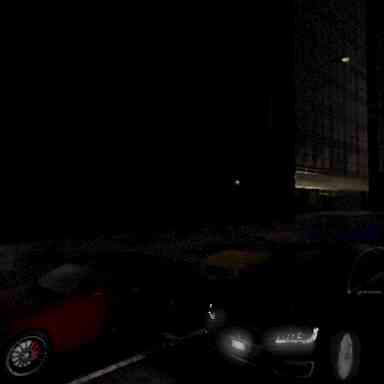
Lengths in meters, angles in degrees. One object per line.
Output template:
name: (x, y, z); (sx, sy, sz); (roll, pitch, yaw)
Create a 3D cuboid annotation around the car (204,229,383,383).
car: (2.275, 1.649, 5.737); (4.892, 1.490, 1.837); (2, -2, -45)

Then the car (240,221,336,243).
car: (2.208, 1.766, 9.567); (4.829, 1.417, 1.752); (1, -2, -45)

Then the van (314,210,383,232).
van: (6.300, 1.665, 13.651); (3.998, 1.788, 1.690); (1, -2, -45)

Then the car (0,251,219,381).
car: (-1.645, 1.745, 5.727); (4.206, 1.307, 1.802); (1, -2, -45)
